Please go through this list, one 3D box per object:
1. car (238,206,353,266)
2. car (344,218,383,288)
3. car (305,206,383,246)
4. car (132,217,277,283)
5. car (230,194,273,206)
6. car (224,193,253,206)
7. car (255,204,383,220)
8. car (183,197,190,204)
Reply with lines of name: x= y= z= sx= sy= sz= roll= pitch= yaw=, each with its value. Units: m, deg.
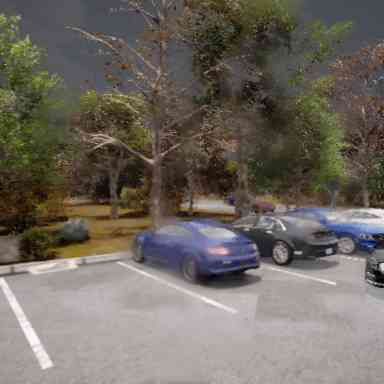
car: x=2.590 y=1.455 z=11.639 sx=2.231 sy=1.521 sz=4.892 roll=0 pitch=0 yaw=-35
car: x=6.053 y=1.467 z=7.945 sx=4.902 sy=1.511 sz=2.128 roll=0 pitch=0 yaw=-35
car: x=7.818 y=1.477 z=15.368 sx=2.002 sy=1.452 sz=4.674 roll=0 pitch=0 yaw=-35
car: x=-0.080 y=1.502 z=9.741 sx=2.002 sy=1.452 sz=4.674 roll=0 pitch=0 yaw=-35
car: x=6.525 y=1.284 z=34.421 sx=1.812 sy=1.442 sz=4.674 roll=-3 pitch=3 yaw=-36
car: x=5.976 y=0.821 z=40.905 sx=2.097 sy=1.767 sz=4.553 roll=-3 pitch=3 yaw=-35
car: x=5.249 y=1.445 z=13.548 sx=2.097 sy=1.535 sz=5.008 roll=0 pitch=0 yaw=-35
car: x=-2.490 y=0.941 z=46.302 sx=4.892 sy=1.490 sz=1.837 roll=2 pitch=3 yaw=41
